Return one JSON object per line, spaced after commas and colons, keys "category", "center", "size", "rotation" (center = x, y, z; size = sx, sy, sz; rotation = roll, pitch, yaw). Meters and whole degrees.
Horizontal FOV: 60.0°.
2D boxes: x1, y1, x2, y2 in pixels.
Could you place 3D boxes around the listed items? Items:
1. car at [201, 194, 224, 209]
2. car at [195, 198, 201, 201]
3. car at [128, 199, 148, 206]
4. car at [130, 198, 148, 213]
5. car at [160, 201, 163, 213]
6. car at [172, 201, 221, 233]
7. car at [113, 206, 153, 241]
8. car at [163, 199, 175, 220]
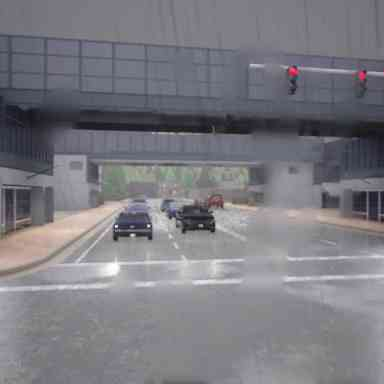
{"category": "car", "center": [3.179, 1.342, 48.452], "size": [2.150, 2.045, 5.566], "rotation": [0, 0, -6]}
{"category": "car", "center": [1.603, 1.707, 58.894], "size": [1.994, 1.385, 4.181], "rotation": [0, 0, -8]}
{"category": "car", "center": [-4.349, 1.535, 26.426], "size": [1.882, 1.535, 5.008], "rotation": [0, 0, -8]}
{"category": "car", "center": [-6.154, 1.562, 38.828], "size": [1.882, 1.535, 5.008], "rotation": [0, 0, -8]}
{"category": "car", "center": [-2.684, 1.593, 39.269], "size": [1.837, 1.490, 4.892], "rotation": [0, 0, -8]}
{"category": "car", "center": [0.112, 1.526, 20.126], "size": [1.882, 1.535, 5.008], "rotation": [0, 0, -8]}
{"category": "car", "center": [-2.985, 1.638, 17.129], "size": [1.895, 1.301, 4.718], "rotation": [0, 0, -8]}
{"category": "car", "center": [-1.251, 1.546, 29.430], "size": [1.882, 1.535, 5.008], "rotation": [0, 0, -8]}
